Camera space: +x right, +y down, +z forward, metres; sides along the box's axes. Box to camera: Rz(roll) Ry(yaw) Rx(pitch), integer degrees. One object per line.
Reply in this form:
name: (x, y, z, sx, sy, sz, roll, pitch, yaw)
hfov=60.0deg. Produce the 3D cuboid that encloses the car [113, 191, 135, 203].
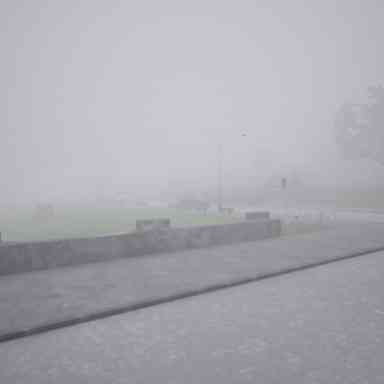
car: (-11.683, 0.878, 56.748, 2.150, 2.045, 5.566, -1, 1, -36)

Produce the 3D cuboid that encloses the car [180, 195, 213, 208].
car: (0.438, 1.129, 39.601, 1.882, 1.535, 5.008, -1, 1, -35)
